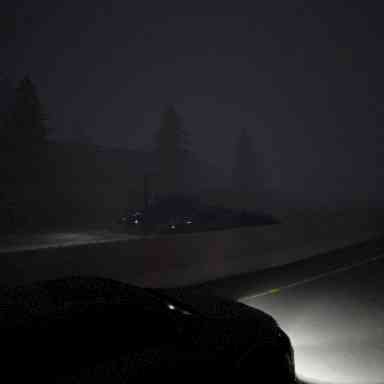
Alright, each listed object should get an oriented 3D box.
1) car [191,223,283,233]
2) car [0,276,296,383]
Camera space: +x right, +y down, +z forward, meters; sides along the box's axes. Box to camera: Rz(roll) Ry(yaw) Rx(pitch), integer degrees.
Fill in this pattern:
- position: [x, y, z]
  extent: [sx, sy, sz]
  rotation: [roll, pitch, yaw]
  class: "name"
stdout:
- position: [2.314, 1.515, 14.765]
  extent: [4.181, 1.385, 1.994]
  rotation: [0, 0, -40]
  class: "car"
- position: [-0.914, 1.560, 3.173]
  extent: [4.181, 1.385, 1.994]
  rotation: [0, 0, -37]
  class: "car"
